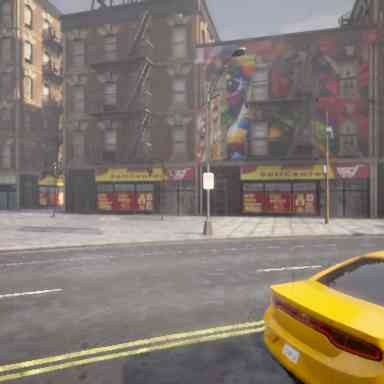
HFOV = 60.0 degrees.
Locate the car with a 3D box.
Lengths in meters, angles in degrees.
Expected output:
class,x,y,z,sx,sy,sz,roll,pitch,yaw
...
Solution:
class,x,y,z,sx,sy,sz,roll,pitch,yaw
car,3.340,1.477,4.121,5.008,1.535,1.882,0,0,-18
